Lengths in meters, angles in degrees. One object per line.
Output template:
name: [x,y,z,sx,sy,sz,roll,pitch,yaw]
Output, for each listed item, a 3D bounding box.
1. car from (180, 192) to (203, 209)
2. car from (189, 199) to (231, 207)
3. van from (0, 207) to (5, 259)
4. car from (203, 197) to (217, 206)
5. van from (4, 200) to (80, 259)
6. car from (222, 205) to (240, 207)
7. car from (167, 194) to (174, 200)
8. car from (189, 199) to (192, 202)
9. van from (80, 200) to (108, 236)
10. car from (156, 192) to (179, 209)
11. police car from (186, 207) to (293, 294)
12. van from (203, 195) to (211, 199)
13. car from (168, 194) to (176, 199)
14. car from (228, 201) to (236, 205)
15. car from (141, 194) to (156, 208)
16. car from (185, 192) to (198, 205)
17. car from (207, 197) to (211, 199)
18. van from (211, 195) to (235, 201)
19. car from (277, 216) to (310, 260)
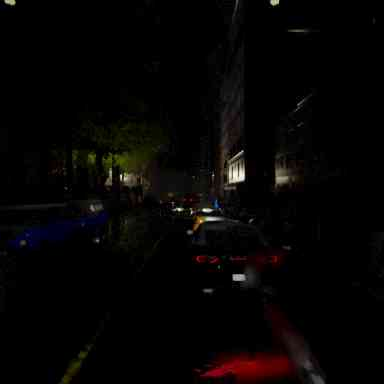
car: [-0.053,1.149,44.775,2.150,2.045,5.566,0,0,0]
car: [0.876,1.432,18.973,1.801,1.575,5.366,0,0,0]
van: [-5.678,1.335,6.459,1.690,1.788,3.998,0,0,0]
car: [2.792,1.476,51.776,1.947,1.339,4.313,0,0,0]
van: [-5.686,1.328,12.117,1.690,1.788,3.998,0,0,0]
car: [2.833,1.561,17.813,1.802,1.307,4.206,0,0,0]
car: [-5.781,1.331,89.584,1.752,1.417,4.829,0,0,0]
car: [0.869,1.493,24.784,1.812,1.442,4.674,0,0,0]
van: [-5.692,1.320,17.775,1.690,1.788,3.998,0,0,0]
car: [-3.141,1.283,43.299,2.097,1.767,4.553,0,0,0]
police car: [0.889,1.416,8.894,1.930,1.638,5.238,0,0,0]
van: [2.798,1.265,46.115,1.690,1.788,3.998,0,0,0]
car: [-5.788,1.343,95.204,2.008,1.369,4.403,0,0,0]
car: [2.826,1.552,23.474,1.802,1.307,4.206,0,0,0]
car: [-5.727,1.239,46.065,2.192,1.841,5.009,0,0,0]
car: [-0.074,1.112,59.370,2.150,2.045,5.566,0,0,0]
car: [2.812,1.494,34.795,1.887,1.381,4.507,0,0,0]
van: [2.819,1.301,29.134,1.690,1.788,3.998,0,0,0]
car: [2.840,1.531,12.153,1.887,1.381,4.507,0,0,0]
